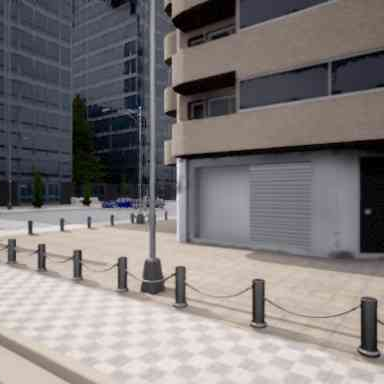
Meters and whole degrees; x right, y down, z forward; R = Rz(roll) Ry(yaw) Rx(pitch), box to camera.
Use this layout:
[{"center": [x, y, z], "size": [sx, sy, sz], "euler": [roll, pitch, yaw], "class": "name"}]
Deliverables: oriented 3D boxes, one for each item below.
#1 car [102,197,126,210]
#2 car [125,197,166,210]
[{"center": [-8.929, 1.388, 41.402], "size": [1.882, 1.535, 5.008], "euler": [0, 0, 36], "class": "car"}, {"center": [-5.276, 1.406, 40.482], "size": [2.128, 1.511, 4.902], "euler": [0, 0, 36], "class": "car"}]
